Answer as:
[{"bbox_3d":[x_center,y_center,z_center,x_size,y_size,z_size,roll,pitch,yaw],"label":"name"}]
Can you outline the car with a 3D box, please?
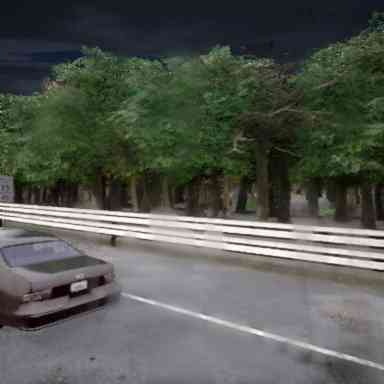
[{"bbox_3d":[-3.754,1.466,6.634,5.357,1.411,2.033,1,0,37],"label":"car"}]
